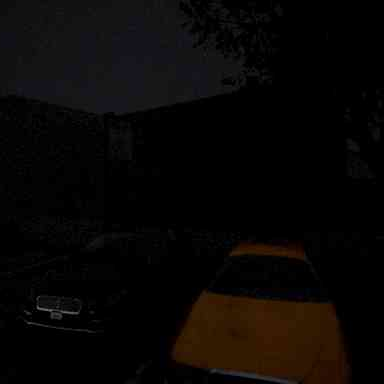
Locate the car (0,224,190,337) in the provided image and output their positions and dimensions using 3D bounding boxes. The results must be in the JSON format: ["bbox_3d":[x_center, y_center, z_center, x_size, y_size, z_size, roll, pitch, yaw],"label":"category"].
[{"bbox_3d":[-1.236,1.487,6.978,2.231,1.521,4.892,1,-1,16],"label":"car"}]

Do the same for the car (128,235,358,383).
[{"bbox_3d":[1.153,1.480,5.049,1.946,1.575,5.366,1,-1,16],"label":"car"}]

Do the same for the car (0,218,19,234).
[{"bbox_3d":[-8.558,1.528,12.212,2.002,1.452,4.674,1,-1,16],"label":"car"}]
